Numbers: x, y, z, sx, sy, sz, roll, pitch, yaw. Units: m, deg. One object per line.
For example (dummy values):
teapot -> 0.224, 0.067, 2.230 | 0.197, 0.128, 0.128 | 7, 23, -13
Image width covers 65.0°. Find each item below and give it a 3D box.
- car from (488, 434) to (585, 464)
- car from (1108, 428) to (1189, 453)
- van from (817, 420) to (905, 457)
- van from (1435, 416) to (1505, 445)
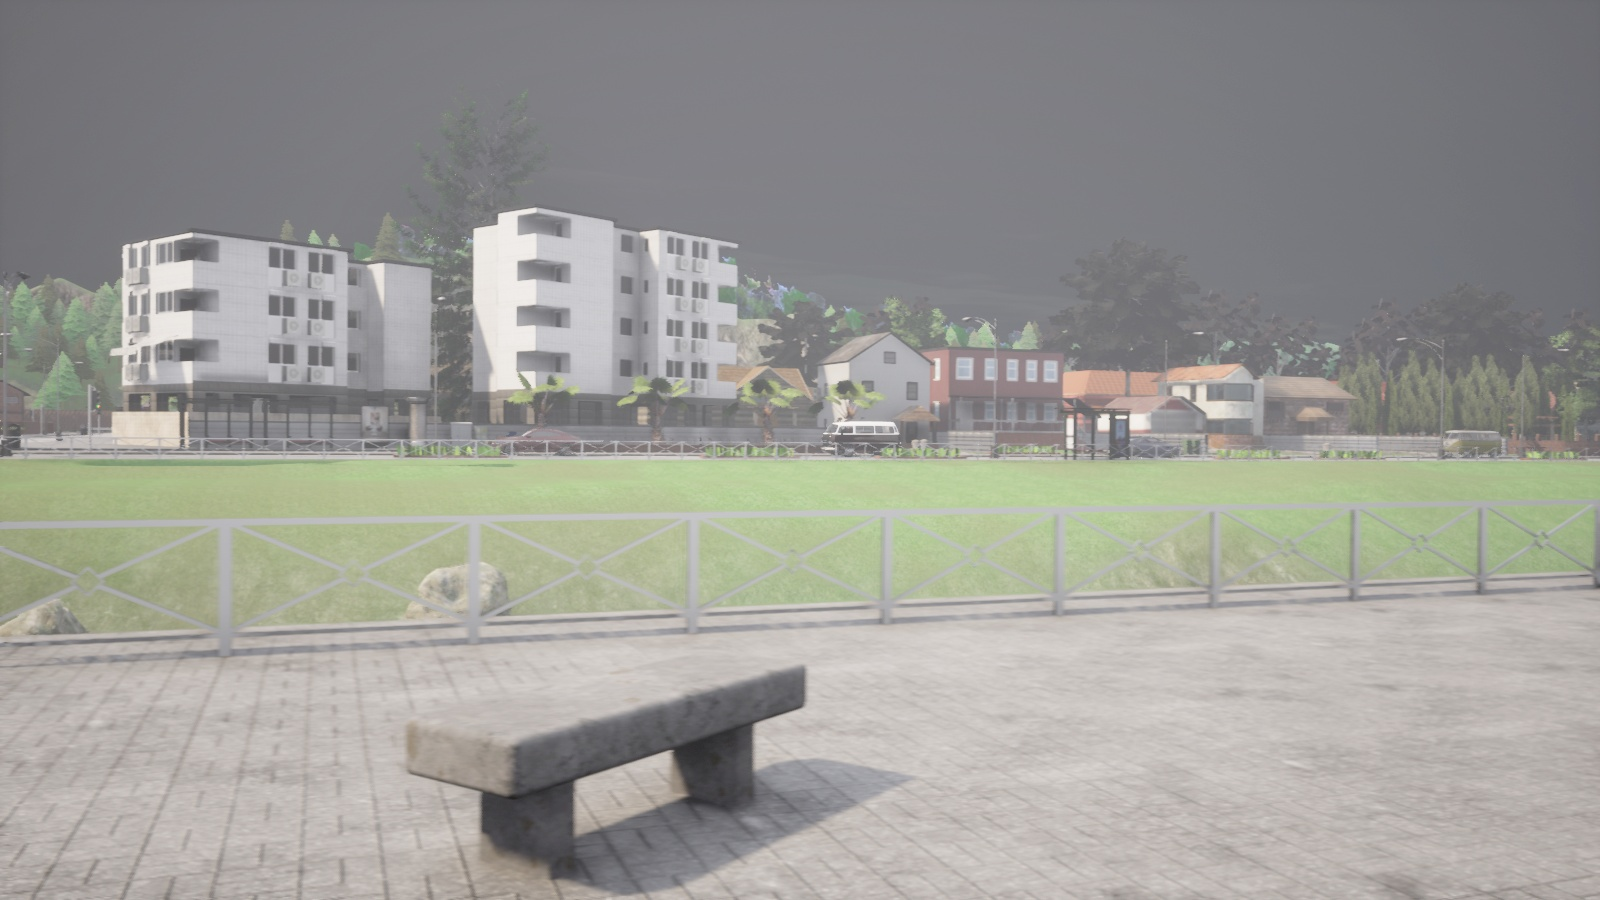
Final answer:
car -> -13.556, -0.081, 64.642 | 4.674, 1.442, 1.812 | -1, 1, -21
car -> 20.326, -0.549, 73.219 | 4.181, 1.385, 1.994 | -1, 1, -21
van -> 3.440, -0.672, 71.087 | 4.480, 2.038, 2.069 | -1, 1, -21
van -> 46.670, -1.377, 87.489 | 4.442, 1.987, 1.775 | -1, 1, -21
